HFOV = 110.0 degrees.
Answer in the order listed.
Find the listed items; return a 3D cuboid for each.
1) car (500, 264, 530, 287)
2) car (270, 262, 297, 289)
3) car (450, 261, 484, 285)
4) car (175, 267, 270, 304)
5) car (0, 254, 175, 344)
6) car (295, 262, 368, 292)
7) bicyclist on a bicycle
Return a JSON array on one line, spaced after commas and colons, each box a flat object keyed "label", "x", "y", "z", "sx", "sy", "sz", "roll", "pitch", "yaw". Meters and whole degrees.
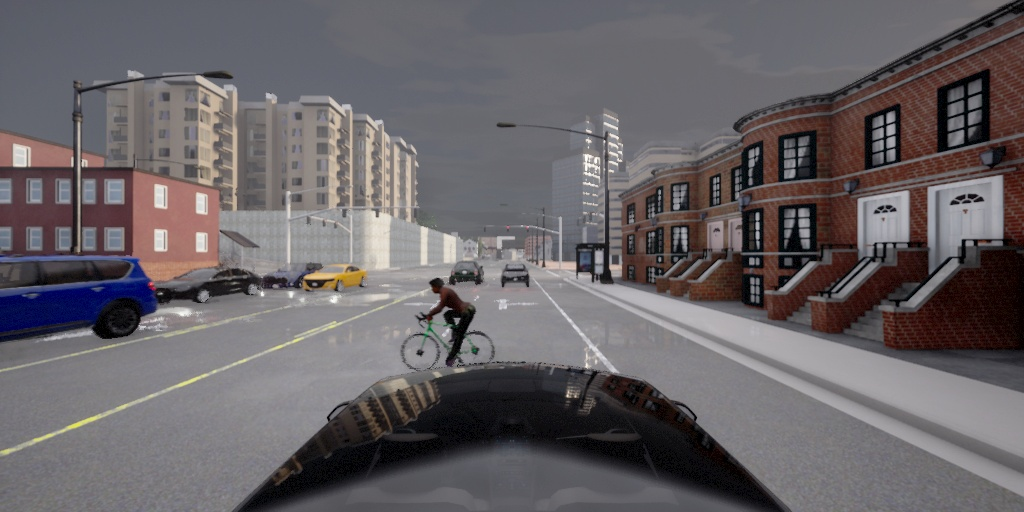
[{"label": "car", "x": 0.220, "y": 1.279, "z": 25.059, "sx": 2.128, "sy": 1.511, "sz": 4.902, "roll": 0, "pitch": -1, "yaw": 0}, {"label": "car", "x": -13.893, "y": 1.194, "z": 23.371, "sx": 2.097, "sy": 1.767, "sz": 4.553, "roll": 0, "pitch": 0, "yaw": 0}, {"label": "car", "x": -3.289, "y": 1.147, "z": 26.968, "sx": 2.097, "sy": 1.767, "sz": 4.553, "roll": 0, "pitch": 0, "yaw": 0}, {"label": "car", "x": -14.016, "y": 1.284, "z": 16.732, "sx": 1.837, "sy": 1.490, "sz": 4.892, "roll": 0, "pitch": -1, "yaw": 0}, {"label": "car", "x": -10.580, "y": 0.981, "z": 7.241, "sx": 2.150, "sy": 2.045, "sz": 5.566, "roll": 0, "pitch": 0, "yaw": 0}, {"label": "car", "x": -10.472, "y": 1.263, "z": 21.595, "sx": 1.882, "sy": 1.535, "sz": 5.008, "roll": 0, "pitch": 0, "yaw": 1}, {"label": "bicyclist on a bicycle", "x": -1.136, "y": 1.212, "z": 6.272, "sx": 1.656, "sy": 1.620, "sz": 0.582, "roll": -2, "pitch": 0, "yaw": 0}]
